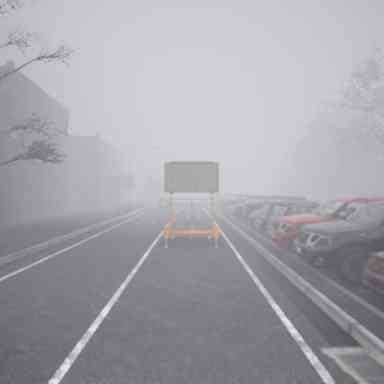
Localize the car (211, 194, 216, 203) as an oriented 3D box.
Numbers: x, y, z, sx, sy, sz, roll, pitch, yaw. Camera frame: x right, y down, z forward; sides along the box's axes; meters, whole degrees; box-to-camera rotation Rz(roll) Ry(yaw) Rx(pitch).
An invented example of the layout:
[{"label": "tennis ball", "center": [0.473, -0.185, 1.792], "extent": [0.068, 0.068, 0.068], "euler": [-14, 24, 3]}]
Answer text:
[{"label": "car", "center": [5.588, 1.386, 48.205], "extent": [4.792, 1.488, 2.163], "euler": [0, 0, 0]}]

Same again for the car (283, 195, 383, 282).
[{"label": "car", "center": [5.642, 1.208, 8.960], "extent": [5.566, 2.045, 2.435], "euler": [0, 0, 0]}]

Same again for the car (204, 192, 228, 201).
[{"label": "car", "center": [5.624, 1.142, 79.039], "extent": [5.566, 2.045, 2.435], "euler": [0, 0, 0]}]

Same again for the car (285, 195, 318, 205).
[{"label": "car", "center": [18.680, 1.358, 56.747], "extent": [5.008, 1.535, 2.097], "euler": [0, 0, 0]}]

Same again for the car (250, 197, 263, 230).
[{"label": "car", "center": [5.628, 1.310, 17.371], "extent": [4.553, 1.767, 2.185], "euler": [0, 0, 0]}]

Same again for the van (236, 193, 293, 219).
[{"label": "van", "center": [5.535, 1.193, 22.977], "extent": [4.442, 1.987, 1.878], "euler": [0, 0, 0]}]

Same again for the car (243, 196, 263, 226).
[{"label": "car", "center": [5.686, 1.302, 20.174], "extent": [4.553, 1.767, 2.185], "euler": [0, 0, 0]}]

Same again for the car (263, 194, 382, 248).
[{"label": "car", "center": [5.638, 1.200, 11.764], "extent": [5.566, 2.045, 2.435], "euler": [0, 0, 0]}]

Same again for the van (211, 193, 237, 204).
[{"label": "van", "center": [5.718, 1.133, 59.417], "extent": [4.442, 1.987, 1.878], "euler": [0, 0, 0]}]

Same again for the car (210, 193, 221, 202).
[{"label": "car", "center": [5.609, 1.357, 51.003], "extent": [4.892, 1.521, 2.231], "euler": [0, 0, 0]}]

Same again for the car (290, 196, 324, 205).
[{"label": "car", "center": [18.659, 1.387, 53.962], "extent": [4.792, 1.488, 2.163], "euler": [0, 0, 0]}]

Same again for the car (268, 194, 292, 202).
[{"label": "car", "center": [18.643, 1.240, 70.671], "extent": [4.553, 1.767, 2.185], "euler": [0, 0, 0]}]

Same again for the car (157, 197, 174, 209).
[{"label": "car", "center": [-3.338, 1.388, 42.420], "extent": [2.128, 1.511, 4.902], "euler": [0, 0, 0]}]

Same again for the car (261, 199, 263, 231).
[{"label": "car", "center": [5.632, 1.318, 14.567], "extent": [4.553, 1.767, 2.185], "euler": [0, 0, 0]}]

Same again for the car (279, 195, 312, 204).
[{"label": "car", "center": [18.496, 1.356, 59.533], "extent": [5.366, 1.575, 1.946], "euler": [0, 0, 0]}]

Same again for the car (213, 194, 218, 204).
[{"label": "car", "center": [5.619, 1.364, 42.597], "extent": [5.008, 1.535, 2.097], "euler": [0, 0, 0]}]

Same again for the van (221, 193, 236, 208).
[{"label": "van", "center": [5.519, 1.161, 34.190], "extent": [4.442, 1.987, 1.878], "euler": [0, 0, 0]}]

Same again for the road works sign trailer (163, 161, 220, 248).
[{"label": "road works sign trailer", "center": [-0.009, 0.432, 14.669], "extent": [2.380, 3.560, 2.880], "euler": [0, 0, 1]}]

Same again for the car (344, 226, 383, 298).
[{"label": "car", "center": [5.672, 1.508, 6.158], "extent": [4.674, 1.452, 2.002], "euler": [0, 0, 0]}]

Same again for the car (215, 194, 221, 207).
[{"label": "car", "center": [5.814, 1.368, 39.797], "extent": [5.366, 1.575, 1.946], "euler": [0, 0, 0]}]

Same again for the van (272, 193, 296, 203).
[{"label": "van", "center": [18.791, 1.136, 67.891], "extent": [4.442, 1.987, 1.878], "euler": [0, 0, 0]}]

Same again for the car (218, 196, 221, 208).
[{"label": "car", "center": [5.661, 1.408, 36.994], "extent": [4.792, 1.488, 2.163], "euler": [0, 0, 0]}]

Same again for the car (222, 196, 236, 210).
[{"label": "car", "center": [5.611, 1.425, 31.387], "extent": [4.792, 1.488, 2.163], "euler": [0, 0, 0]}]

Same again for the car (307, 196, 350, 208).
[{"label": "car", "center": [18.695, 1.361, 45.607], "extent": [5.008, 1.535, 2.097], "euler": [0, 0, 0]}]

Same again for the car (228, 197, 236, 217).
[{"label": "car", "center": [5.642, 1.411, 25.780], "extent": [5.008, 1.535, 2.097], "euler": [0, 0, 0]}]

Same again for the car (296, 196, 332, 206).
[{"label": "car", "center": [18.721, 1.386, 51.177], "extent": [4.792, 1.488, 2.163], "euler": [0, 0, 0]}]

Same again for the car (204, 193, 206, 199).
[{"label": "car", "center": [5.623, 1.115, 70.629], "extent": [5.566, 2.045, 2.435], "euler": [0, 0, 0]}]

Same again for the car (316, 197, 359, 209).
[{"label": "car", "center": [18.701, 1.404, 42.946], "extent": [4.674, 1.452, 2.002], "euler": [0, 0, 0]}]

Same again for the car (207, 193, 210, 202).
[{"label": "car", "center": [5.638, 1.105, 53.810], "extent": [5.566, 2.045, 2.435], "euler": [0, 0, 0]}]

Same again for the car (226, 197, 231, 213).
[{"label": "car", "center": [5.614, 1.433, 28.584], "extent": [4.792, 1.488, 2.163], "euler": [0, 0, 0]}]
